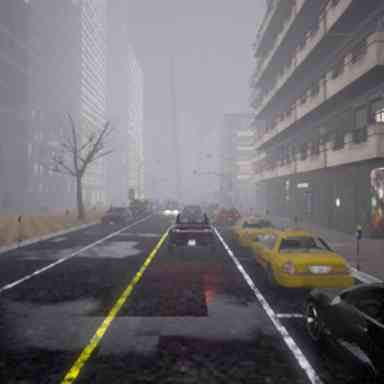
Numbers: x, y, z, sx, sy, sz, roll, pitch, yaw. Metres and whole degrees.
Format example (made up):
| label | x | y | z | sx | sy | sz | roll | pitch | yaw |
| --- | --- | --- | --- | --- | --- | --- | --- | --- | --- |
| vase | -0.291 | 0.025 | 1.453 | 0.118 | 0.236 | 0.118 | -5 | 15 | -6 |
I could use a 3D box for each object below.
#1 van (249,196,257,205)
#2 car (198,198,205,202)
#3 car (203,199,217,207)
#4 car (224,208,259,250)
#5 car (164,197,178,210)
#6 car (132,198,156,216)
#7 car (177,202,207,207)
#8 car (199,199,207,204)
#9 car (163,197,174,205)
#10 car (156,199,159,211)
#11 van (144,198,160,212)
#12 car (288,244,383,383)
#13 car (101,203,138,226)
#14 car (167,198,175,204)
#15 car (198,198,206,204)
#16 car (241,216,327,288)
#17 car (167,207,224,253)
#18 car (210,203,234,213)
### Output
| label | x | y | z | sx | sy | sz | roll | pitch | yaw |
| --- | --- | --- | --- | --- | --- | --- | --- | --- | --- |
| van | 13.714 | 1.786 | 67.721 | 3.998 | 1.788 | 1.690 | -1 | 0 | 0 |
| car | 2.693 | 2.356 | 80.161 | 1.887 | 1.381 | 4.507 | 0 | -1 | 0 |
| car | 2.689 | 1.956 | 42.250 | 1.887 | 1.381 | 4.507 | 0 | -1 | 0 |
| car | 2.687 | 1.667 | 14.808 | 1.752 | 1.417 | 4.829 | 0 | -1 | 0 |
| car | -3.000 | 1.999 | 51.447 | 2.128 | 1.511 | 4.902 | 0 | -1 | 0 |
| car | -5.692 | 1.671 | 36.731 | 2.192 | 1.841 | 5.009 | 0 | -1 | 0 |
| car | 0.004 | 1.827 | 28.982 | 2.033 | 1.411 | 5.357 | 0 | -1 | 0 |
| car | 2.693 | 2.416 | 85.688 | 1.887 | 1.381 | 4.507 | 0 | -1 | 0 |
| car | -5.689 | 2.127 | 80.165 | 2.192 | 1.841 | 5.009 | 0 | -1 | 0 |
| car | -5.691 | 1.977 | 42.252 | 1.947 | 1.339 | 4.313 | 0 | -1 | 0 |
| van | -5.691 | 1.809 | 47.776 | 1.690 | 1.788 | 3.998 | 0 | -1 | 0 |
| car | 2.687 | 1.600 | 3.592 | 1.947 | 1.339 | 4.313 | 0 | -1 | 0 |
| car | -5.692 | 1.813 | 25.684 | 1.947 | 1.339 | 4.313 | 0 | -1 | 0 |
| car | -5.686 | 2.477 | 91.217 | 1.887 | 1.381 | 4.507 | 0 | -1 | 0 |
| car | 2.693 | 2.372 | 91.217 | 1.967 | 1.590 | 4.097 | 0 | -1 | 0 |
| car | 2.688 | 1.613 | 9.284 | 1.752 | 1.417 | 4.829 | 0 | -1 | 0 |
| car | 0.007 | 1.629 | 14.282 | 2.128 | 1.511 | 4.902 | 0 | 0 | 0 |
| car | 2.688 | 1.792 | 25.683 | 1.887 | 1.381 | 4.507 | 0 | -1 | 0 |
